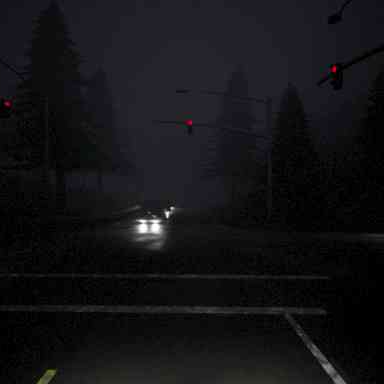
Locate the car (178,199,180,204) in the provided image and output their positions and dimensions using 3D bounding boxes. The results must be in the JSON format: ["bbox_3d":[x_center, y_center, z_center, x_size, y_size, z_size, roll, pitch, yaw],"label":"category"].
[{"bbox_3d":[-4.100,1.564,61.663,1.994,1.385,4.181,0,0,-39],"label":"car"}]

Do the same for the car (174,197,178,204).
[{"bbox_3d":[-4.121,1.490,52.230,2.128,1.511,4.902,0,0,-12],"label":"car"}]

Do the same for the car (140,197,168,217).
[{"bbox_3d":[-3.654,1.491,30.819,2.128,1.511,4.902,0,0,0],"label":"car"}]

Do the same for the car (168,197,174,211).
[{"bbox_3d":[-3.648,1.478,41.028,1.882,1.535,5.008,0,0,0],"label":"car"}]
